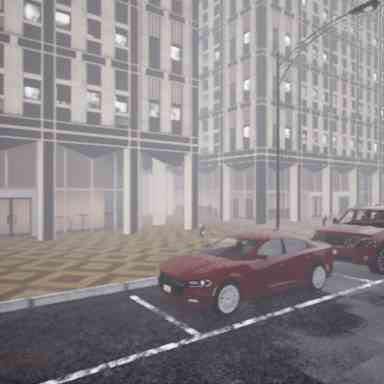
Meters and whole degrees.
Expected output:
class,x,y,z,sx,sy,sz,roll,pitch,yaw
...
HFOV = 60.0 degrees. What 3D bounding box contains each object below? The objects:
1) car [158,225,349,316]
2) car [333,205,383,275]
class,x,y,z,sx,sy,sz,roll,pitch,yaw
car,1.374,1.571,7.536,4.507,1.381,1.887,0,0,-35
car,6.018,1.369,10.841,5.009,1.841,2.192,0,0,-35
